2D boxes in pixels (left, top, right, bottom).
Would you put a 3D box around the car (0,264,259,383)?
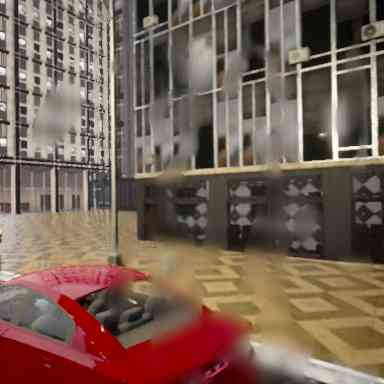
[{"bbox_3d":[-1.473,1.542,3.900,4.507,1.381,1.887,0,-1,35],"label":"car"}]
